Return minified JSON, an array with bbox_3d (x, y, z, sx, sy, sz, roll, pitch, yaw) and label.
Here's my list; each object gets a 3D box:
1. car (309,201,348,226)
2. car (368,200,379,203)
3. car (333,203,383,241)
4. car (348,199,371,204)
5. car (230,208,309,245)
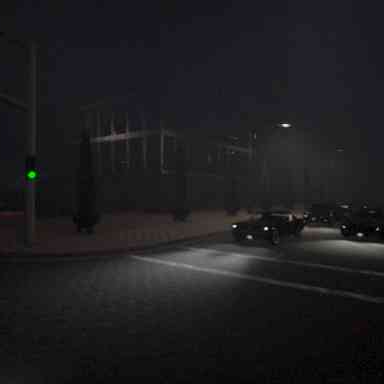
[{"bbox_3d":[9.151,1.460,23.090,1.837,1.490,4.892,1,0,36],"label":"car"},{"bbox_3d":[15.046,1.531,25.235,2.033,1.411,5.357,1,0,36],"label":"car"},{"bbox_3d":[9.110,1.529,17.098,2.033,1.411,5.357,1,0,36],"label":"car"},{"bbox_3d":[14.922,1.504,31.007,2.033,1.411,5.357,1,0,36],"label":"car"},{"bbox_3d":[3.664,1.555,15.567,1.895,1.301,4.718,1,0,36],"label":"car"}]
